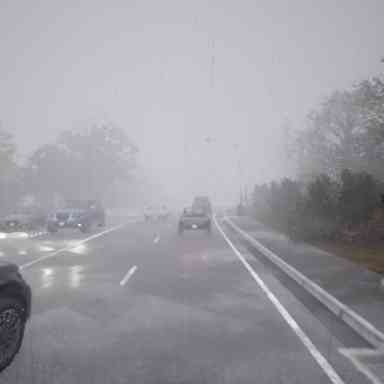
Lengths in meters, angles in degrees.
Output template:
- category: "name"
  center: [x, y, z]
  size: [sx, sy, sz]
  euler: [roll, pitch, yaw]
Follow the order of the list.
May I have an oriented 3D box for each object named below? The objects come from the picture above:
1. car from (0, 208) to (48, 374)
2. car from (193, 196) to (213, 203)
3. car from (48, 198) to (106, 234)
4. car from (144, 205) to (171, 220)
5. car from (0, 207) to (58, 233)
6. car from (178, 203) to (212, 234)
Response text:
- category: "car"
  center: [-3.401, 1.238, 2.476]
  size: [2.150, 2.045, 5.566]
  euler: [0, 0, 0]
- category: "car"
  center: [1.346, 1.561, 41.697]
  size: [2.150, 2.045, 5.566]
  euler: [0, 0, 6]
- category: "car"
  center: [-7.017, 1.380, 20.786]
  size: [2.150, 2.045, 5.566]
  euler: [0, 0, 1]
- category: "car"
  center: [-3.031, 1.841, 30.334]
  size: [1.895, 1.301, 4.718]
  euler: [0, 0, 3]
- category: "car"
  center: [-10.484, 1.729, 21.436]
  size: [1.994, 1.385, 4.181]
  euler: [0, 0, 1]
- category: "car"
  center: [0.174, 1.646, 20.206]
  size: [2.128, 1.511, 4.902]
  euler: [0, 0, 1]
